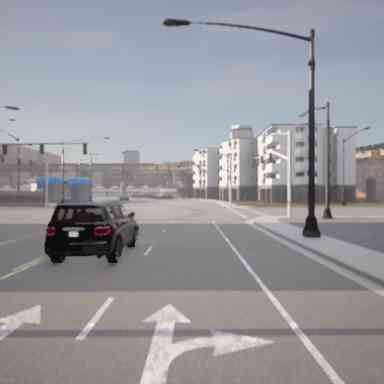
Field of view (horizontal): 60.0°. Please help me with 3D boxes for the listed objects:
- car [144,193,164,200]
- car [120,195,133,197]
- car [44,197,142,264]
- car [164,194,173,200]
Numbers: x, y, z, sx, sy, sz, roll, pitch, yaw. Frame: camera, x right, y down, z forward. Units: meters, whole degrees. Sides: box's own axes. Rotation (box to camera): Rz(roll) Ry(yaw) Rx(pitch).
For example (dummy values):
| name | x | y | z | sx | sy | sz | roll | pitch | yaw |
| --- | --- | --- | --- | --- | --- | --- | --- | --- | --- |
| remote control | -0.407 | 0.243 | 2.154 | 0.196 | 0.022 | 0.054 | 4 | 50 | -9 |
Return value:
| name | x | y | z | sx | sy | sz | roll | pitch | yaw |
| --- | --- | --- | --- | --- | --- | --- | --- | --- | --- |
| car | -10.206 | 1.314 | 89.310 | 2.128 | 1.511 | 4.902 | 0 | 1 | -32 |
| car | -15.284 | 1.373 | 75.408 | 1.882 | 1.535 | 5.008 | 0 | 0 | -17 |
| car | -3.491 | 1.349 | 12.523 | 2.150 | 2.045 | 5.566 | 0 | 0 | 0 |
| car | -6.881 | 1.278 | 90.556 | 1.837 | 1.490 | 4.892 | 0 | 1 | -32 |
